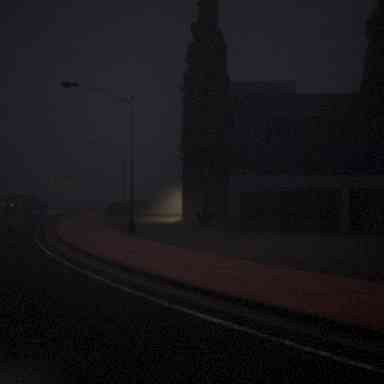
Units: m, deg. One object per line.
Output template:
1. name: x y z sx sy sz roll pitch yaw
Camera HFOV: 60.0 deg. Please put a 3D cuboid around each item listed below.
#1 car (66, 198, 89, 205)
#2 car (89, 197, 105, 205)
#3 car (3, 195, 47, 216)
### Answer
1. car: -22.287 1.768 63.829 2.033 1.411 5.357 0 0 4
2. car: -18.664 1.707 65.434 2.033 1.411 5.357 0 0 4
3. car: -16.995 1.324 34.078 2.150 2.045 5.566 0 0 0
